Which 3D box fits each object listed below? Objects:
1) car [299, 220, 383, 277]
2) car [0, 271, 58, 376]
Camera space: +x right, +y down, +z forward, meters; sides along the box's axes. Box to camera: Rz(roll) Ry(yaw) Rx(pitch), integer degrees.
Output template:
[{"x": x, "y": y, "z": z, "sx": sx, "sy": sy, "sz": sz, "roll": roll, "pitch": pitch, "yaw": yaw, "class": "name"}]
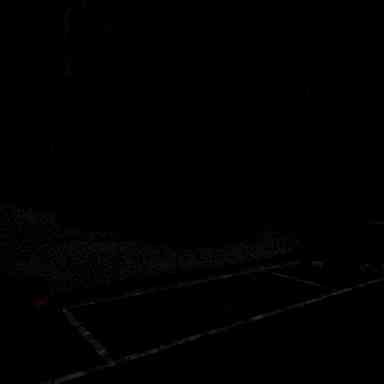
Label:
[{"x": 5.153, "y": 1.564, "z": 10.211, "sx": 4.313, "sy": 1.339, "sz": 1.947, "roll": 0, "pitch": 0, "yaw": -36, "class": "car"}, {"x": -3.804, "y": 1.582, "z": 3.820, "sx": 4.206, "sy": 1.307, "sz": 1.802, "roll": 0, "pitch": 0, "yaw": -36, "class": "car"}]
